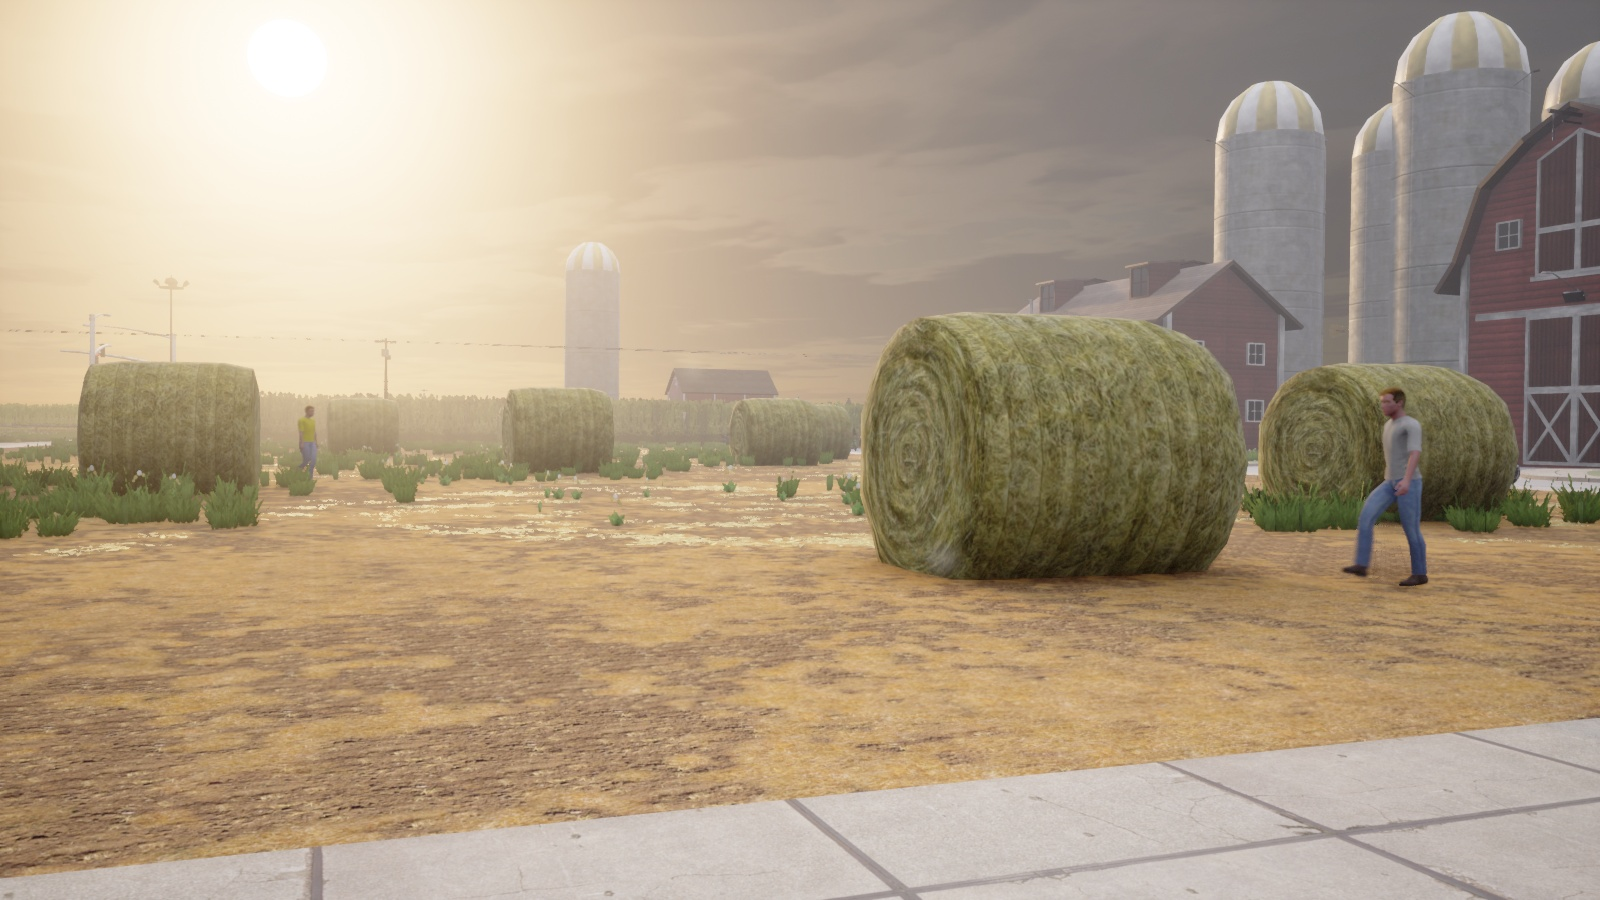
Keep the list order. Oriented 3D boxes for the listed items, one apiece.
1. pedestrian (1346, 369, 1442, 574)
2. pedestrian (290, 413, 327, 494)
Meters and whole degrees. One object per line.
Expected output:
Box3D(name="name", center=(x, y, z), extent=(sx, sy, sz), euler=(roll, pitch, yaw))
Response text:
Box3D(name="pedestrian", center=(5.411, 0.189, 11.444), extent=(0.706, 1.836, 0.354), euler=(-1, 1, -8))
Box3D(name="pedestrian", center=(-11.340, 0.075, 28.963), extent=(0.706, 1.836, 0.354), euler=(0, 1, 22))
